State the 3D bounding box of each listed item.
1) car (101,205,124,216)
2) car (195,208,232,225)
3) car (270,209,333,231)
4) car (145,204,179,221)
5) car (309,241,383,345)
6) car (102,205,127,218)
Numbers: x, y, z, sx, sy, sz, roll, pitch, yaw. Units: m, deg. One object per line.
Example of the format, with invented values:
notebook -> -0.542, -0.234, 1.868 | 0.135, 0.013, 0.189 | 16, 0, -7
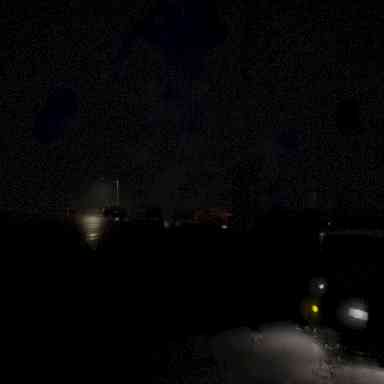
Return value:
car -> -14.991, 3.439, 62.649 | 2.150, 2.045, 5.566 | 1, -3, -36
car -> 2.325, 2.384, 33.251 | 1.882, 1.535, 5.008 | 1, -3, -36
car -> 8.135, 2.045, 25.050 | 1.837, 1.490, 4.892 | 1, -3, -35
car -> -3.884, 2.524, 41.986 | 2.150, 2.045, 5.566 | 1, -3, -35
car -> 4.004, 1.572, 5.932 | 4.181, 1.385, 1.994 | 0, 0, -36
car -> -12.554, 3.192, 54.306 | 2.150, 2.045, 5.566 | 1, -3, -35
